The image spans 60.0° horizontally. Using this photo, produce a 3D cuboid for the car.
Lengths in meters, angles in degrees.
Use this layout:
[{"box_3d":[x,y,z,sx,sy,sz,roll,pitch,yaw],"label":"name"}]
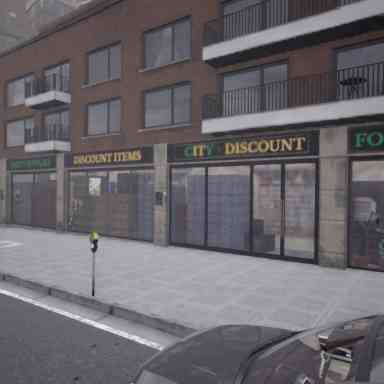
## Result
[{"box_3d":[1.447,1.551,2.040,4.403,1.369,2.008,0,1,35],"label":"car"}]
